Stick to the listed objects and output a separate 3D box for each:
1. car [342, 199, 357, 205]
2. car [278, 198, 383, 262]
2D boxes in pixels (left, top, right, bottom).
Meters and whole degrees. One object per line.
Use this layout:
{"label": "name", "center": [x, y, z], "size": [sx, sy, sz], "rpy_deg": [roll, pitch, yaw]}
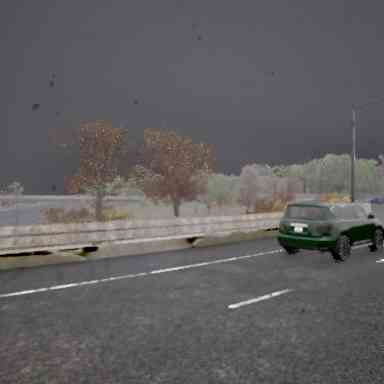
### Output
{"label": "car", "center": [40.268, 2.523, 84.954], "size": [1.994, 1.385, 4.181], "rpy_deg": [0, -1, 2]}
{"label": "car", "center": [5.619, 1.391, 13.161], "size": [5.566, 2.045, 2.150], "rpy_deg": [1, 0, -42]}
